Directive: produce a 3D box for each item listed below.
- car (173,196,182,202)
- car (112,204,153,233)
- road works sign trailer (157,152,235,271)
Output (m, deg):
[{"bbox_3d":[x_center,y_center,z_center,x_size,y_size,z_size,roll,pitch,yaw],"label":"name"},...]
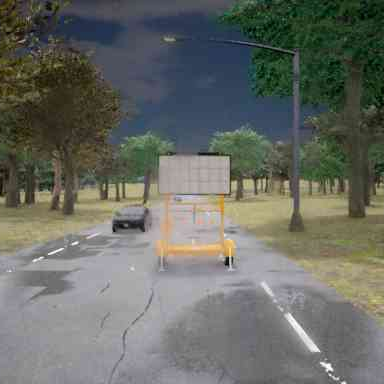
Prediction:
[{"bbox_3d":[-3.430,1.672,79.987,2.128,1.511,4.902,0,0,0],"label":"car"},{"bbox_3d":[-3.584,1.560,20.648,1.882,1.535,5.008,0,0,0],"label":"car"},{"bbox_3d":[0.076,0.500,11.019,2.380,3.560,2.880,0,0,-2],"label":"road works sign trailer"}]
